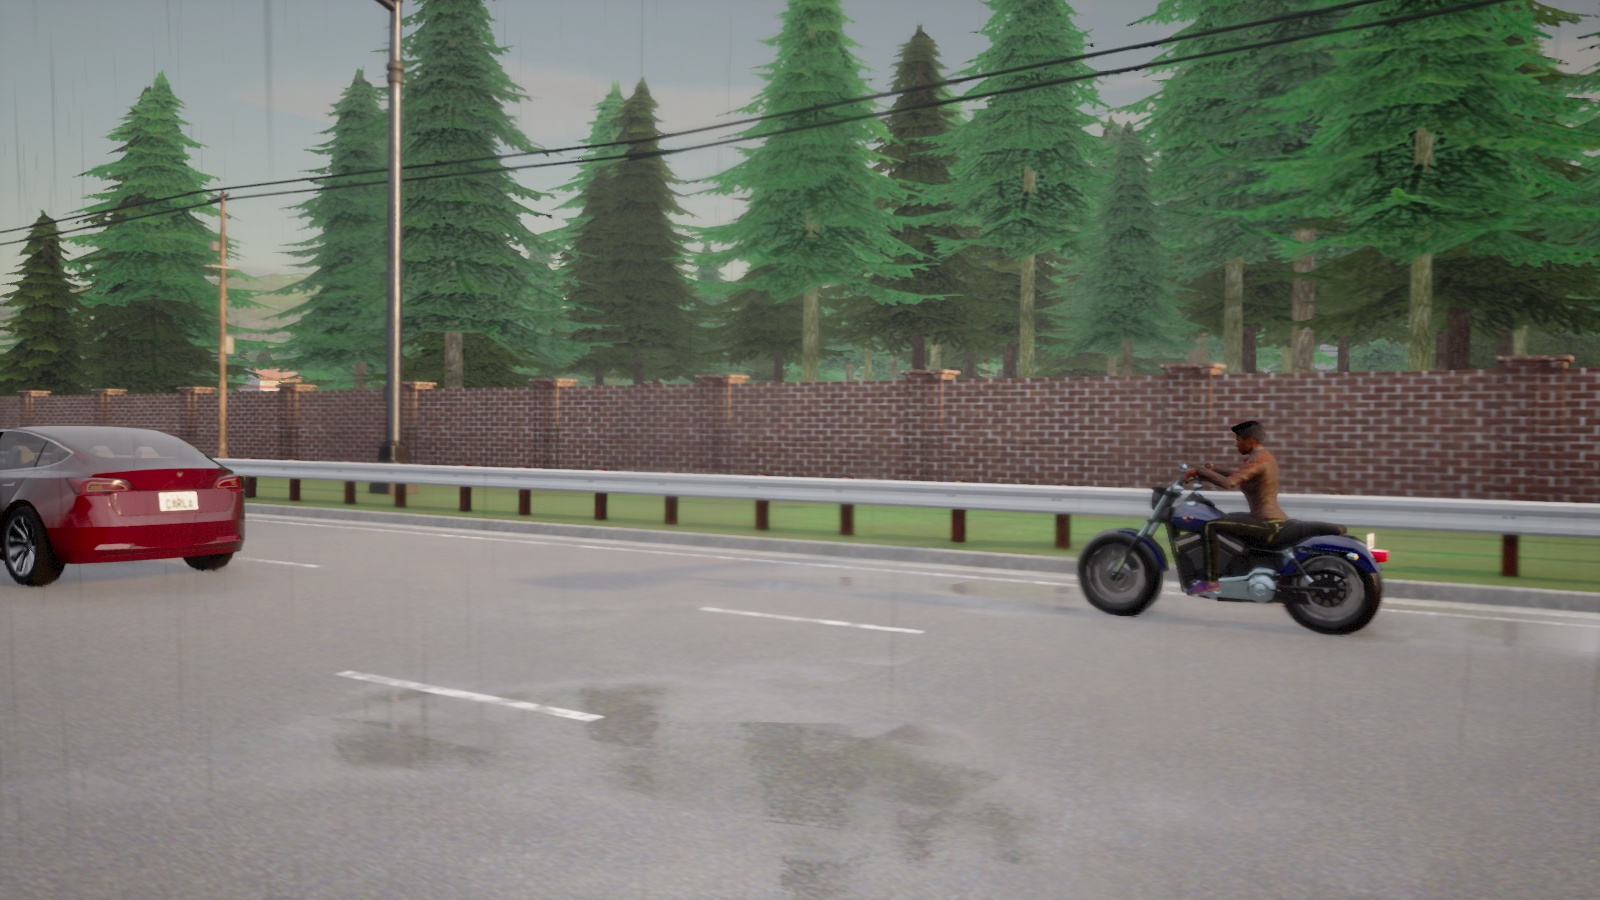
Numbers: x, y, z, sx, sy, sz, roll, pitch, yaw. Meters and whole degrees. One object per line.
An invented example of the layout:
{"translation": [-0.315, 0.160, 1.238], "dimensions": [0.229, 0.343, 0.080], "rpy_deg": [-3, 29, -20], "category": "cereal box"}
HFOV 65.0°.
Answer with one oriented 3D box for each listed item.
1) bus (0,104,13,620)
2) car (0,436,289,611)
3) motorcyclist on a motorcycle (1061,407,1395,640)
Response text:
{"translation": [-11.916, -0.696, 11.621], "dimensions": [10.273, 4.253, 3.944], "rpy_deg": [0, 1, 34], "category": "bus"}
{"translation": [-7.729, 0.623, 13.050], "dimensions": [4.792, 1.488, 2.163], "rpy_deg": [0, 1, 34], "category": "car"}
{"translation": [3.309, 0.518, 9.843], "dimensions": [2.350, 1.649, 0.766], "rpy_deg": [0, 1, 34], "category": "motorcyclist on a motorcycle"}
